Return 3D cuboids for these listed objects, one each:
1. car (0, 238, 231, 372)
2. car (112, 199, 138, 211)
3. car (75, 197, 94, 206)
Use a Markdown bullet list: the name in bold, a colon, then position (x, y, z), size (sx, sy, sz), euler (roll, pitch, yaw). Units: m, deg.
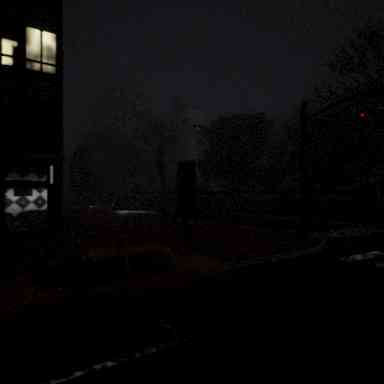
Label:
- **car**: position (-1.528, 1.516, 5.626), size (4.829, 1.417, 1.752), euler (0, 0, -36)
- **car**: position (-8.331, 1.552, 40.911), size (1.812, 1.442, 4.674), euler (0, 0, -34)
- **car**: position (-17.868, 1.566, 54.889), size (2.033, 1.411, 5.357), euler (0, 0, -34)
